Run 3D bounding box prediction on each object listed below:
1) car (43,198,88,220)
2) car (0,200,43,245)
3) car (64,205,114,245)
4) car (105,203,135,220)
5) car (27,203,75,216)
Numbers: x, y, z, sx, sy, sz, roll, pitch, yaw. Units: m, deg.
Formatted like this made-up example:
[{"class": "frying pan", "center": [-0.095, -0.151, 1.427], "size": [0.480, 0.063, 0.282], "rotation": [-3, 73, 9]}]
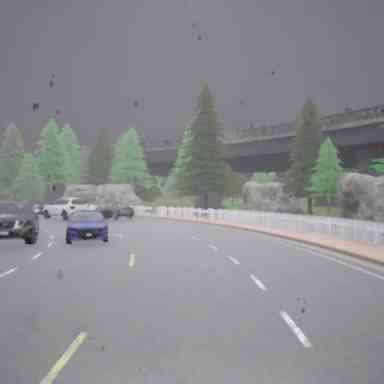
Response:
[{"class": "car", "center": [-11.949, 1.568, 31.602], "size": [5.566, 2.045, 2.150], "rotation": [-1, -1, 40]}, {"class": "car", "center": [-8.835, 1.403, 16.458], "size": [2.150, 2.045, 5.566], "rotation": [0, -1, -22]}, {"class": "car", "center": [-5.402, 1.666, 17.114], "size": [1.882, 1.535, 5.008], "rotation": [0, -1, -20]}, {"class": "car", "center": [-7.490, 1.844, 32.078], "size": [2.128, 1.511, 4.902], "rotation": [1, -1, -45]}, {"class": "car", "center": [-16.294, 1.969, 38.435], "size": [5.357, 1.411, 2.033], "rotation": [0, -1, 26]}]
